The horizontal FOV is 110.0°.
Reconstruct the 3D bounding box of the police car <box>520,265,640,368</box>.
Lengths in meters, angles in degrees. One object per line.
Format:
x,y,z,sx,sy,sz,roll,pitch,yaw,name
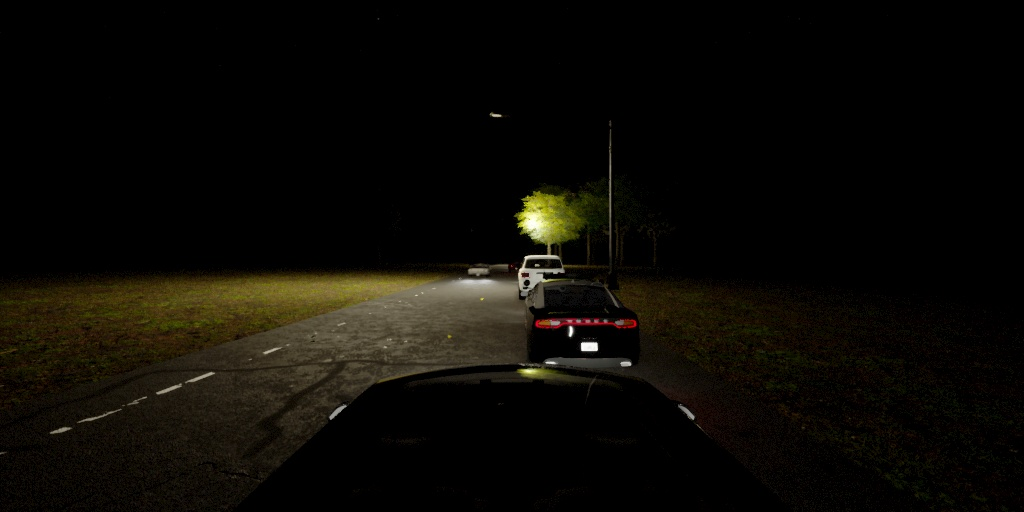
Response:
1.228,1.175,8.015,1.930,1.638,5.238,0,0,1,police car

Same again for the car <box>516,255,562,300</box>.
1.409,0.988,17.960,2.150,2.045,5.566,0,0,1,car

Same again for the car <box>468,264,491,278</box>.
-3.014,1.393,33.988,1.895,1.301,4.718,0,0,0,car

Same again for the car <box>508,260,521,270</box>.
0.418,1.402,57.054,1.994,1.385,4.181,0,-1,-1,car

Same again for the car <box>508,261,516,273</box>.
0.531,1.342,45.789,1.812,1.442,4.674,0,0,0,car
